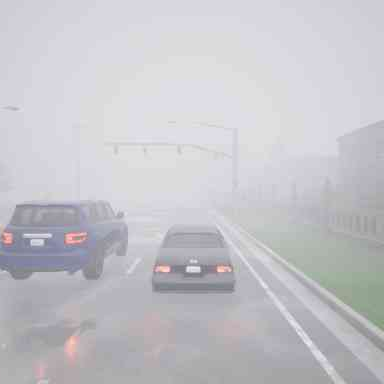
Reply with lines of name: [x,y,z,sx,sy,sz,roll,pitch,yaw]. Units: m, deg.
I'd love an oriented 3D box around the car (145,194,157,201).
car: [-10.634,1.517,82.980,1.812,1.442,4.674,0,0,0]

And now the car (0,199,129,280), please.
car: [-3.450,1.221,10.120,2.150,2.045,5.566,0,0,0]

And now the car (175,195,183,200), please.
car: [-3.650,1.428,93.025,1.895,1.301,4.718,0,0,0]

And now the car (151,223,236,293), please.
car: [0.043,1.547,8.964,2.033,1.411,5.357,0,0,0]

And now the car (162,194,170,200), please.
car: [-7.150,1.385,92.989,1.994,1.385,4.181,0,0,0]

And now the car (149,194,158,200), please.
car: [-10.650,1.310,92.983,1.882,1.535,5.008,0,0,0]

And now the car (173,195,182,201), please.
car: [-3.633,1.469,82.575,1.882,1.535,5.008,0,0,0]

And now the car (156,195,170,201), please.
car: [-7.134,1.588,83.016,1.895,1.301,4.718,0,0,0]

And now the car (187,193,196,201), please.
car: [-0.133,1.217,82.611,2.150,2.045,5.566,0,0,0]
